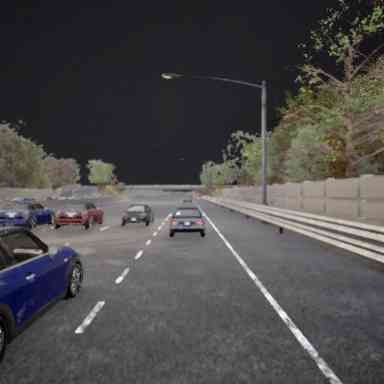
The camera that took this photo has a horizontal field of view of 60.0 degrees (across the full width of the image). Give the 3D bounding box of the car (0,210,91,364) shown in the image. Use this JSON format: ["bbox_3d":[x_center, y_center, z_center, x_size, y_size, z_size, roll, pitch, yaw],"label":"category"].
[{"bbox_3d":[-3.484,1.373,5.655,2.097,1.767,4.553,0,0,-1],"label":"car"}]

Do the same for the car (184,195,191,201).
[{"bbox_3d":[-1.291,1.732,93.185,1.882,1.535,5.008,0,0,-1],"label":"car"}]

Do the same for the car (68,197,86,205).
[{"bbox_3d":[-21.888,1.721,63.575,1.837,1.490,4.892,0,0,-1],"label":"car"}]

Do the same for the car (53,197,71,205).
[{"bbox_3d":[-25.408,1.749,65.303,1.812,1.442,4.674,0,0,-1],"label":"car"}]

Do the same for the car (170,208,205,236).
[{"bbox_3d":[-0.262,1.571,18.485,2.033,1.411,5.357,0,0,-1],"label":"car"}]

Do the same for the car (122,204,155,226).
[{"bbox_3d":[-3.730,1.571,23.417,1.812,1.442,4.674,0,0,-1],"label":"car"}]

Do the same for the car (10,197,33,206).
[{"bbox_3d":[-32.383,1.736,63.407,1.882,1.535,5.008,0,0,-1],"label":"car"}]

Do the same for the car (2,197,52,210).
[{"bbox_3d":[-10.710,1.424,21.830,2.097,1.767,4.553,0,0,-1],"label":"car"}]

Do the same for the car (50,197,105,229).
[{"bbox_3d":[-7.208,1.410,21.851,2.097,1.767,4.553,0,0,-1],"label":"car"}]

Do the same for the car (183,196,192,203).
[{"bbox_3d":[-1.069,1.736,77.147,1.994,1.385,4.181,0,0,-1],"label":"car"}]
